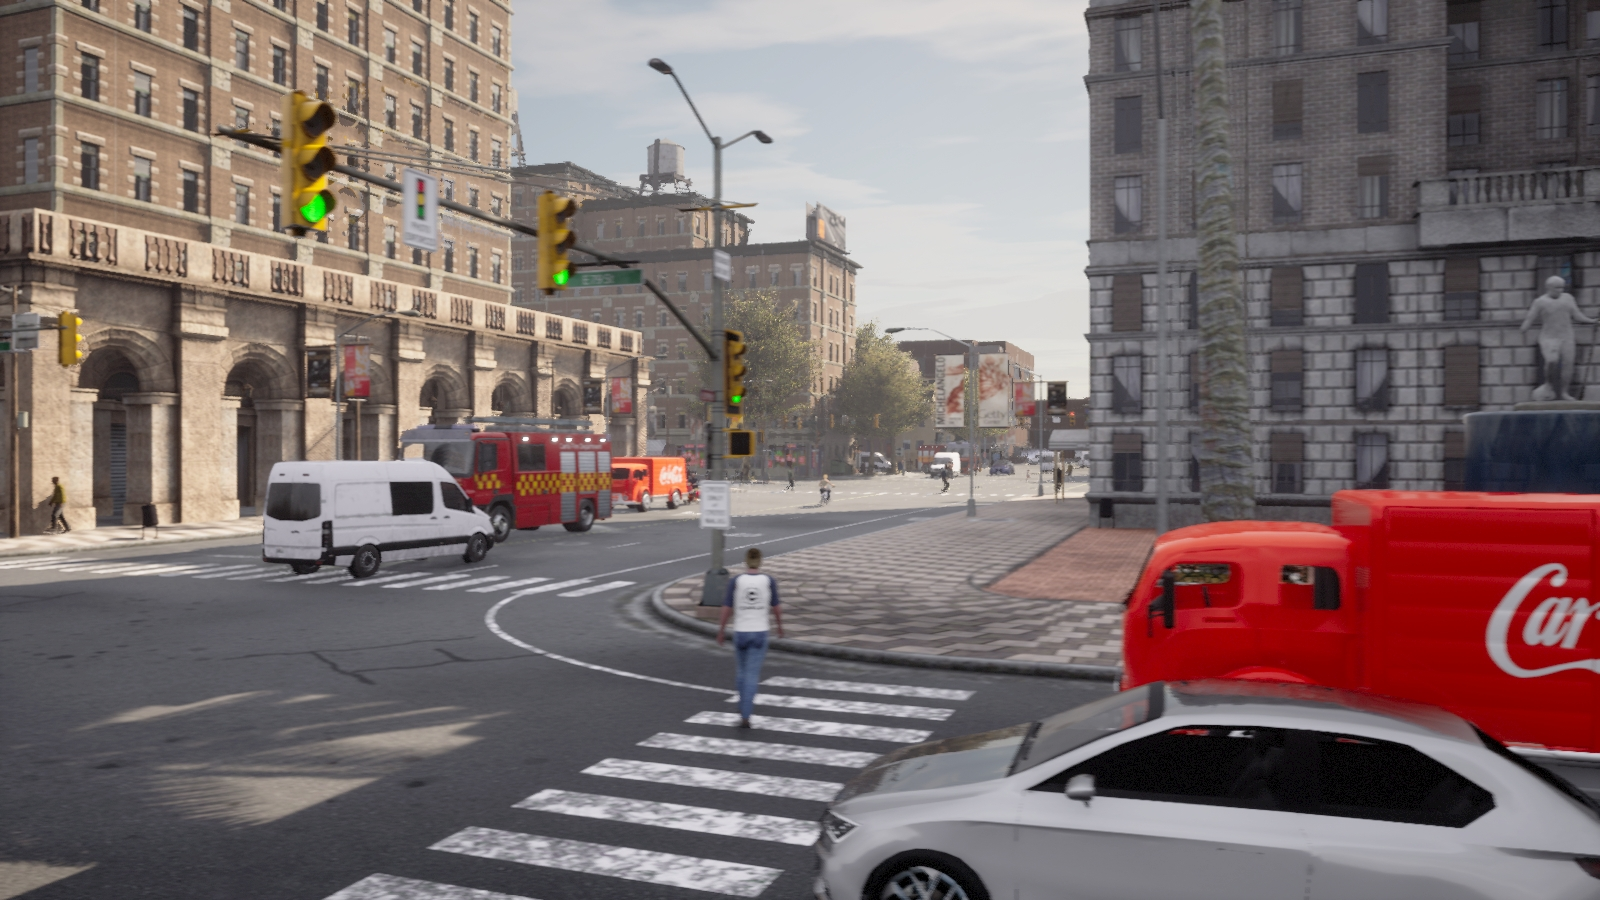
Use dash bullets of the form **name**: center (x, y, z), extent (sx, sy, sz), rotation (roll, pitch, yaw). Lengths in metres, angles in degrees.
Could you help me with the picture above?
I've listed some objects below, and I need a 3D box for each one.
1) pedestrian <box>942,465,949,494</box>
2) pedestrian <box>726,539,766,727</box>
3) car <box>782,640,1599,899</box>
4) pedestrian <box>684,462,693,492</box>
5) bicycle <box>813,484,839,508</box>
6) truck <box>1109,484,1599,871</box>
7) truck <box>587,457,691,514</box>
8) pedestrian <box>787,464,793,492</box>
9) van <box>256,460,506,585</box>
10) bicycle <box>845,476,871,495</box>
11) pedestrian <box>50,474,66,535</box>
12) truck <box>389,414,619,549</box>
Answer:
- **pedestrian**: center (9.196, 1.849, 72.145), extent (0.375, 1.860, 0.375), rotation (0, 0, 17)
- **pedestrian**: center (-0.546, 1.850, 11.663), extent (0.375, 1.860, 0.375), rotation (0, 0, 3)
- **car**: center (2.178, 2.066, 6.452), extent (4.193, 1.474, 1.816), rotation (0, 0, 18)
- **pedestrian**: center (-6.983, 1.697, 71.473), extent (0.375, 1.860, 0.375), rotation (0, 0, 43)
- **bicycle**: center (1.281, 2.257, 56.323), extent (0.859, 1.080, 1.487), rotation (0, 0, 20)
- **truck**: center (5.205, 1.568, 9.018), extent (5.204, 2.467, 2.627), rotation (0, 0, 18)
- **truck**: center (-7.369, 1.568, 53.001), extent (2.627, 2.467, 5.204), rotation (0, 0, 20)
- **pedestrian**: center (-0.654, 1.850, 74.974), extent (0.375, 1.860, 0.375), rotation (0, 0, 14)
- **van**: center (-9.642, 1.534, 26.973), extent (1.988, 2.561, 5.915), rotation (0, 0, 24)
- **bicycle**: center (3.688, 2.224, 72.437), extent (1.835, 1.171, 0.329), rotation (1, -8, -40)
- **pedestrian**: center (-23.226, 1.697, 35.766), extent (0.375, 1.860, 0.375), rotation (0, 0, -42)
- **truck**: center (-9.248, 0.891, 36.992), extent (2.891, 3.827, 8.468), rotation (0, 0, 20)
